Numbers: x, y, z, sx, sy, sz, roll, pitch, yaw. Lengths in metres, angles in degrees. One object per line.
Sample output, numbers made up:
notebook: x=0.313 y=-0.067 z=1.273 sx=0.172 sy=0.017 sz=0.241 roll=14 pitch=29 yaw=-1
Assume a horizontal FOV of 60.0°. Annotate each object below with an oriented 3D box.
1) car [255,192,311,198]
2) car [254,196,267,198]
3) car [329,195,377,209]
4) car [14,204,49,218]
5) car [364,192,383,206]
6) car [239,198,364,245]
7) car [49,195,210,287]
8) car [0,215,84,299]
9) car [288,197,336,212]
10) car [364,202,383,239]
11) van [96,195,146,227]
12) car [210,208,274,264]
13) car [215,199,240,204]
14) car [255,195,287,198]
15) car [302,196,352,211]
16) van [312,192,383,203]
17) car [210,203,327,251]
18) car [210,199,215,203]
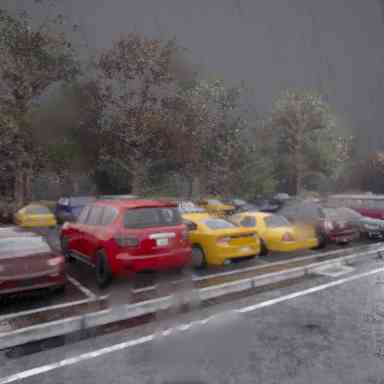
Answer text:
car: x=8.514 y=1.053 z=33.284 sx=2.435 sy=2.045 sz=5.566 roll=-1 pitch=0 yaw=-35
car: x=3.936 y=1.355 z=30.114 sx=2.231 sy=1.521 sz=4.892 roll=-1 pitch=0 yaw=-35
car: x=19.892 y=1.168 z=41.311 sx=2.097 sy=1.535 sz=5.008 roll=-1 pitch=0 yaw=-35
car: x=-9.843 y=1.496 z=20.660 sx=1.946 sy=1.575 sz=5.366 roll=-1 pitch=0 yaw=-35
car: x=26.715 y=0.956 z=46.133 sx=2.185 sy=1.767 sz=4.553 roll=-1 pitch=0 yaw=-35
car: x=4.559 y=1.306 z=14.524 sx=2.185 sy=1.767 sz=4.553 roll=-1 pitch=0 yaw=-35
car: x=-2.207 y=1.250 z=9.848 sx=2.435 sy=2.045 sz=5.566 roll=-1 pitch=0 yaw=-35
car: x=-4.465 y=1.565 z=8.225 sx=2.002 sy=1.452 sz=4.674 roll=-1 pitch=0 yaw=-35
car: x=13.056 y=1.291 z=36.511 sx=2.002 sy=1.452 sz=4.674 roll=-1 pitch=0 yaw=-35
car: x=6.919 y=1.407 z=16.227 sx=2.231 sy=1.521 sz=4.892 roll=-1 pitch=0 yaw=-35
van: x=-5.112 y=1.226 z=23.612 sx=1.878 sy=1.987 sz=4.442 roll=-1 pitch=0 yaw=-35
car: x=0.092 y=1.478 z=11.420 sx=2.097 sy=1.535 sz=5.008 roll=-1 pitch=0 yaw=-35
car: x=1.657 y=1.379 z=28.513 sx=2.097 sy=1.535 sz=5.008 roll=-1 pitch=0 yaw=-35
car: x=6.201 y=1.359 z=31.730 sx=2.163 sy=1.488 sz=4.792 roll=-1 pitch=0 yaw=-35
car: x=15.339 y=1.224 z=38.103 sx=2.097 sy=1.535 sz=5.008 roll=-1 pitch=0 yaw=-35
van: x=9.132 y=1.156 z=17.915 sx=1.878 sy=1.987 sz=4.442 roll=-1 pitch=0 yaw=-35
car: x=2.260 y=1.451 z=13.175 sx=1.946 sy=1.575 sz=5.366 roll=-1 pitch=0 yaw=-35
car: x=-0.620 y=1.444 z=26.910 sx=2.002 sy=1.452 sz=4.674 roll=-1 pitch=0 yaw=-35
